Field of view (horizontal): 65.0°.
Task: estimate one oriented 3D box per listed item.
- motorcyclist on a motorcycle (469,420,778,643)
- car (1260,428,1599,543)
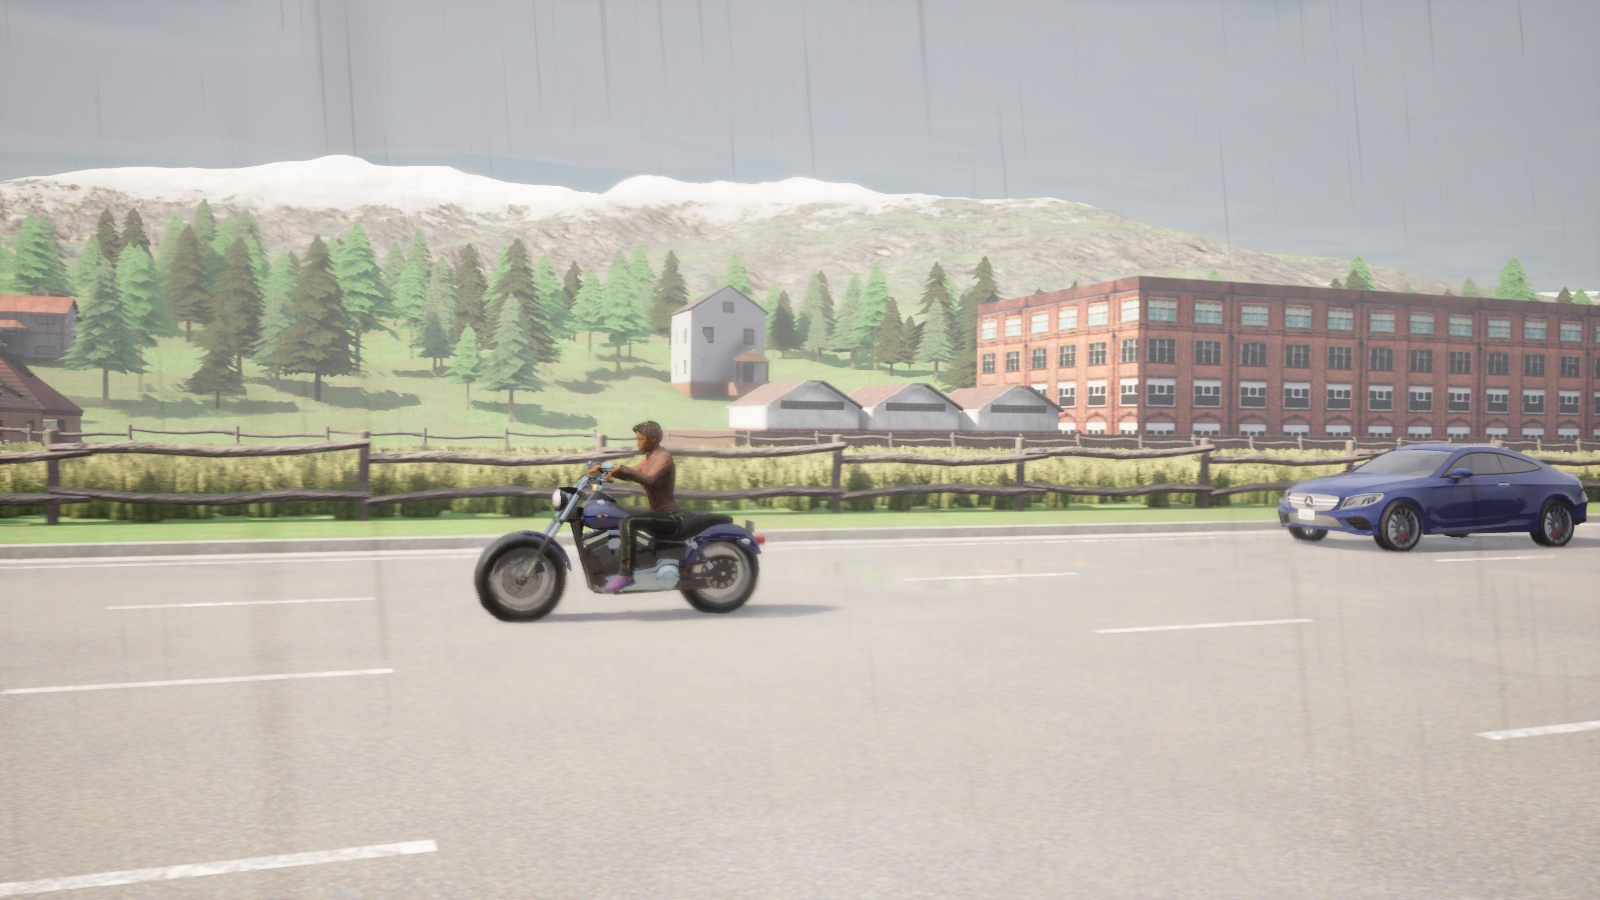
[{"bbox_3d":[-1.422,0.598,10.186,2.350,1.649,0.766,-1,1,-21],"label":"motorcyclist on a motorcycle"},{"bbox_3d":[9.084,0.434,17.921,4.674,1.442,1.812,-1,1,-21],"label":"car"}]
